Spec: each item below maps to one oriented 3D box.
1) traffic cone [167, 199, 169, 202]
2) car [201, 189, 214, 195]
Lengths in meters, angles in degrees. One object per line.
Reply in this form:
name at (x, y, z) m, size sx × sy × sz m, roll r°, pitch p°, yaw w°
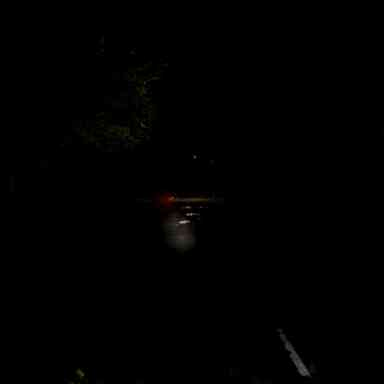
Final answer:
traffic cone at (-3.779, 1.328, 47.057) m, size 0.340 × 0.580 × 0.340 m, roll 0°, pitch 1°, yaw 0°
car at (4.004, 0.074, 83.247) m, size 2.033 × 1.411 × 5.357 m, roll 0°, pitch 2°, yaw 25°
